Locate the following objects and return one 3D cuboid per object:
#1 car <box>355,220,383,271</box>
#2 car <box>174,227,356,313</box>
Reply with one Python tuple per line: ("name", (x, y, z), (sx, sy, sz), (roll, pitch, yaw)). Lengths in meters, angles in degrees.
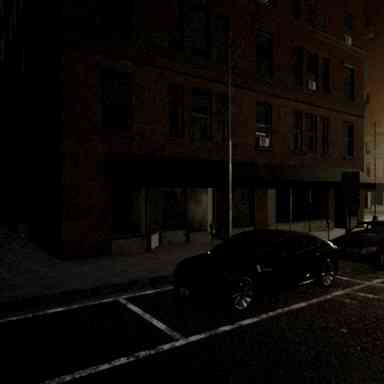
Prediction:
("car", (6.119, 1.595, 10.862), (4.206, 1.307, 1.802), (0, 0, -35))
("car", (1.631, 1.572, 7.680), (4.313, 1.339, 1.947), (0, 0, -35))
